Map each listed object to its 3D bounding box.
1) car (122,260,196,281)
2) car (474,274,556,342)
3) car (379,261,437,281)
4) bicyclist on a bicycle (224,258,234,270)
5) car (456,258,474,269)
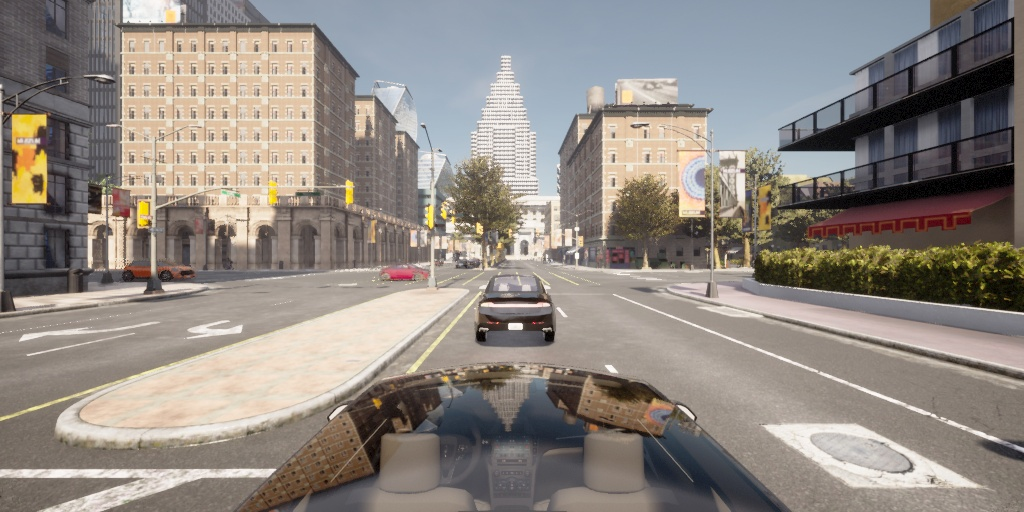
[{"bbox_3d":[-28.705,1.102,29.289,4.553,1.767,2.097,0,0,0],"label":"car"},{"bbox_3d":[0.083,1.242,9.815,2.128,1.511,4.902,0,0,0],"label":"car"},{"bbox_3d":[-8.622,1.314,29.371,4.181,1.385,1.994,0,0,0],"label":"car"},{"bbox_3d":[-37.237,1.050,47.226,0.582,1.620,1.656,0,0,0],"label":"bicyclist on a bicycle"},{"bbox_3d":[-8.002,1.241,58.564,2.128,1.511,4.902,0,0,0],"label":"car"}]
